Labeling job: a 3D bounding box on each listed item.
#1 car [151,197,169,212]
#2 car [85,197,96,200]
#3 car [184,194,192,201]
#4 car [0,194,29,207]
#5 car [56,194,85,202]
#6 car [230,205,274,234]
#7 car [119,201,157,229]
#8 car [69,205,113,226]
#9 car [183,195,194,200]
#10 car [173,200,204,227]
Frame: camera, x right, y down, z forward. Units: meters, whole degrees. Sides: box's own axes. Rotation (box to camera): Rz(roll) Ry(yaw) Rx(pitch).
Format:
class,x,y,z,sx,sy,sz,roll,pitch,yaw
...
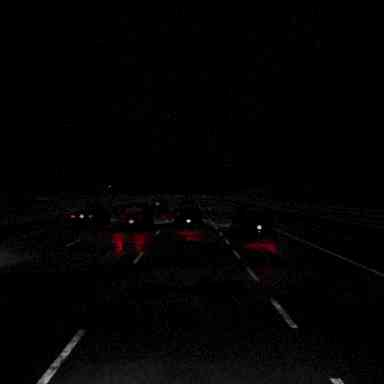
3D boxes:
class,x,y,z,sx,sy,sz,roll,pitch,yaw
car,-3.825,1.394,38.615,2.097,1.767,4.553,0,0,-1
car,-21.794,1.728,71.248,1.994,1.385,4.181,0,0,-1
car,-1.012,1.517,90.617,2.150,2.045,5.566,0,-1,-1
car,-25.075,1.361,46.662,2.150,2.045,5.566,0,0,0
car,-18.103,1.316,49.067,2.150,2.045,5.566,0,0,0
car,3.395,1.529,19.337,1.837,1.490,4.892,0,1,-1
car,-3.640,1.588,22.145,1.812,1.442,4.674,0,0,-1
car,-7.159,1.629,24.039,2.033,1.411,5.357,0,0,-1
car,-0.477,1.517,43.327,1.837,1.490,4.892,0,0,-1
car,-0.247,1.550,23.106,1.837,1.490,4.892,0,0,-1
